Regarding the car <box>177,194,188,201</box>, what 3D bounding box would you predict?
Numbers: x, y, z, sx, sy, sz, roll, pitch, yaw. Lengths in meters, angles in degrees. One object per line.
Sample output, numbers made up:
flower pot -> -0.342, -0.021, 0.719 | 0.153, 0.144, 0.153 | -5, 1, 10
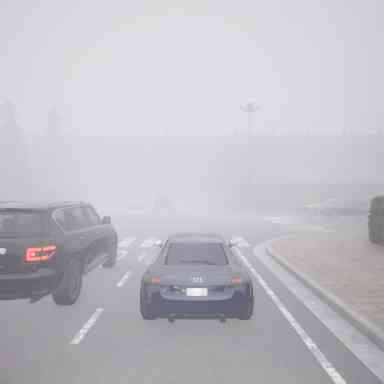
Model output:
car -> -2.441, 1.355, 86.038 | 2.097, 1.767, 4.553 | 0, 0, 14

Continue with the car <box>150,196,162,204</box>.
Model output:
car -> -7.047, 1.525, 65.200 | 1.812, 1.442, 4.674 | 0, 0, 1

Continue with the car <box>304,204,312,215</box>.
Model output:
car -> 13.193, 1.422, 31.455 | 5.008, 1.535, 1.882 | 0, 0, 0

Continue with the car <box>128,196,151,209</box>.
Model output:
car -> -7.095, 1.352, 44.246 | 2.097, 1.767, 4.553 | 0, 0, 0

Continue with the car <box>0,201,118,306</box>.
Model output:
car -> -3.401, 1.221, 8.188 | 2.150, 2.045, 5.566 | 0, 0, 0

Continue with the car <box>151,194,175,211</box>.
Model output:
car -> -3.404, 1.223, 41.251 | 2.150, 2.045, 5.566 | 0, 0, 0

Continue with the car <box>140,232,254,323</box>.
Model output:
car -> 0.082, 1.564, 7.315 | 1.994, 1.385, 4.181 | 0, 0, 0

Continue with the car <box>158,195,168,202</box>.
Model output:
car -> -6.922, 1.492, 78.884 | 1.837, 1.490, 4.892 | 0, 0, 2

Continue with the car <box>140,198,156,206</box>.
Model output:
car -> -7.091, 1.601, 54.301 | 1.895, 1.301, 4.718 | 0, 0, 0

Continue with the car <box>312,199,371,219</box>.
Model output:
car -> 13.101, 1.436, 27.960 | 4.902, 1.511, 2.128 | 0, 0, 0
